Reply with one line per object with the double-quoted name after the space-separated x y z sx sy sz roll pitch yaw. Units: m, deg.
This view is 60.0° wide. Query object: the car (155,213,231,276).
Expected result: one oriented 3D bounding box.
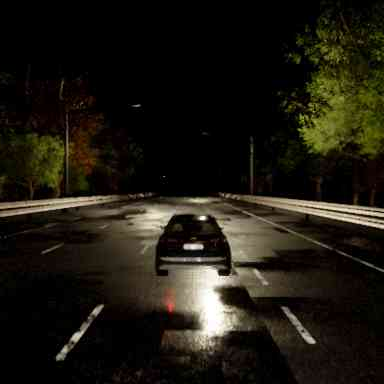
0.020 1.431 10.093 2.033 1.649 4.856 0 -2 0 "car"
